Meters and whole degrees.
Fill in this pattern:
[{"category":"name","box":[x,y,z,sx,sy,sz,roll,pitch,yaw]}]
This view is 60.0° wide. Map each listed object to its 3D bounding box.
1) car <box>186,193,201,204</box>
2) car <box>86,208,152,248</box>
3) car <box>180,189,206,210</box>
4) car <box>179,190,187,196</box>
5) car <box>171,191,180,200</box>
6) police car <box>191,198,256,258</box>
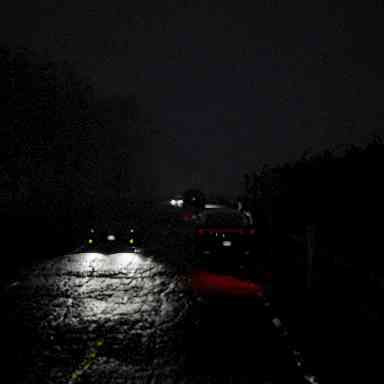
[{"category":"car","box":[0.279,0.849,46.902,1.994,1.385,4.181,0,1,1]},{"category":"car","box":[-2.783,1.356,13.432,1.994,1.385,4.181,0,1,0]},{"category":"car","box":[0.198,0.710,33.358,2.150,2.045,5.566,0,1,1]},{"category":"car","box":[-2.307,0.237,86.890,2.033,1.411,5.357,0,1,0]},{"category":"car","box":[-2.520,0.631,56.709,2.128,1.511,4.902,0,1,1]},{"category":"police car","box":[1.022,1.237,12.135,1.930,1.638,5.238,0,1,0]}]
